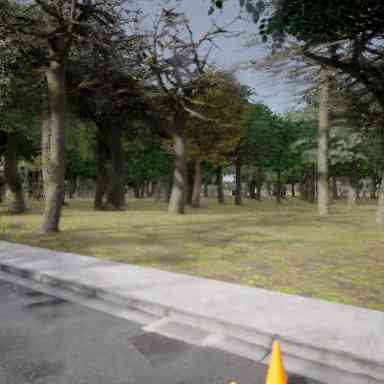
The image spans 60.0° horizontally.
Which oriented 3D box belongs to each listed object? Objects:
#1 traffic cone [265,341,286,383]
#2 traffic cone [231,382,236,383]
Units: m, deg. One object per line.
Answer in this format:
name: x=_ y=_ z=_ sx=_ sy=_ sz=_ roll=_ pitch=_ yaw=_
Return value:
traffic cone: x=0.940 y=1.964 z=3.719 sx=0.340 sy=0.580 sz=0.340 roll=0 pitch=0 yaw=35
traffic cone: x=0.361 y=1.960 z=2.904 sx=0.340 sy=0.580 sz=0.340 roll=0 pitch=0 yaw=35
